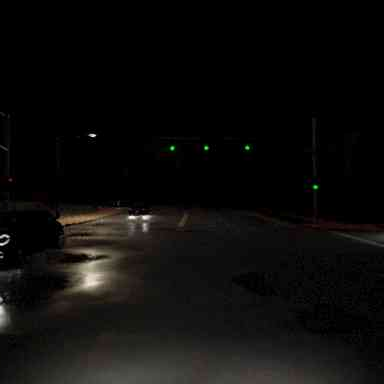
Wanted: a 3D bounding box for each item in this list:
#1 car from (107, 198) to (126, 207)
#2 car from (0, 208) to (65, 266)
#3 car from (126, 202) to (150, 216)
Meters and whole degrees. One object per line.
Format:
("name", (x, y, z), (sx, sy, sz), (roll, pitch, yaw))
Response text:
("car", (-14.328, 1.914, 63.333), (2.097, 1.767, 4.553), (0, -1, -43))
("car", (-6.498, 1.493, 12.165), (2.097, 1.767, 4.553), (0, -1, 3))
("car", (-6.011, 1.924, 38.362), (1.812, 1.442, 4.674), (0, 0, -1))
